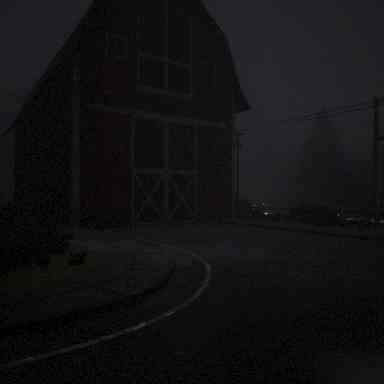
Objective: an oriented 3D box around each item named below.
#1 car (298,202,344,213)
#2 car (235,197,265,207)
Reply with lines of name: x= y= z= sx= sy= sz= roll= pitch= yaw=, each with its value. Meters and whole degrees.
car: x=11.274 y=1.627 z=30.210 sx=1.895 sy=1.301 sz=4.718 roll=0 pitch=0 yaw=-34
car: x=6.167 y=1.379 z=37.650 sx=2.097 sy=1.767 sz=4.553 roll=0 pitch=0 yaw=-34
